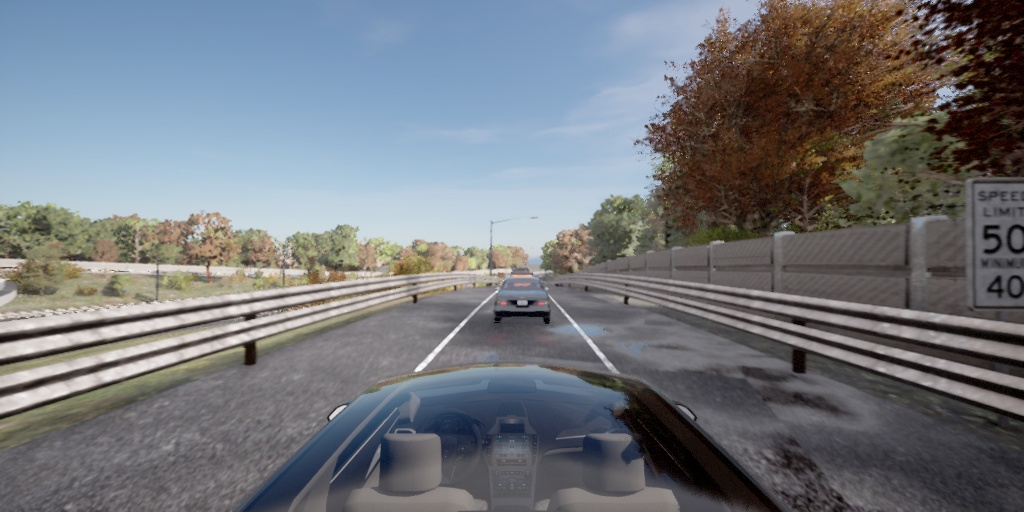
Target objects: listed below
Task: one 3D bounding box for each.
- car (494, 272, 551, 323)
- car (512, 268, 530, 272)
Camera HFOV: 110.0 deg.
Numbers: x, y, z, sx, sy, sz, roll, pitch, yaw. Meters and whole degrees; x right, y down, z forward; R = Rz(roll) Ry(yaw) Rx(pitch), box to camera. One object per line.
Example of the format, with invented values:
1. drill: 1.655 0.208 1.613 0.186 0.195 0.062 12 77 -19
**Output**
1. car: 0.360 1.463 12.915 2.033 1.411 5.357 0 -1 1
2. car: 0.713 1.889 29.207 2.097 1.767 4.553 0 -3 2
